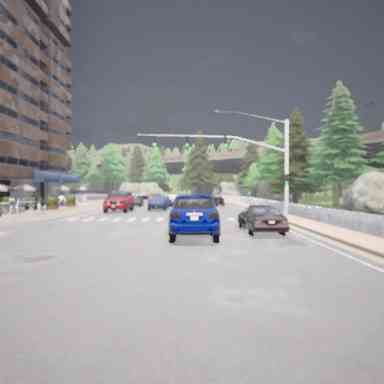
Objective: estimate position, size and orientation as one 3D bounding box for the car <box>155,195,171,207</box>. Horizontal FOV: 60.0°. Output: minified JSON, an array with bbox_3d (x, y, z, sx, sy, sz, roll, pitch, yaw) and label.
[{"bbox_3d":[-3.820,1.174,44.491,1.994,1.385,4.181,0,1,-2],"label":"car"}]

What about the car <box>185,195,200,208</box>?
[{"bbox_3d":[0.016,1.160,42.390,1.812,1.442,4.674,0,0,-2],"label":"car"}]

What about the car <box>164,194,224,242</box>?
[{"bbox_3d":[0.098,1.092,15.685,2.150,2.045,5.566,0,1,0],"label":"car"}]

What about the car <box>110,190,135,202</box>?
[{"bbox_3d":[-12.217,0.701,58.487,2.150,2.045,5.566,0,0,-37],"label":"car"}]

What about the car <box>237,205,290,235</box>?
[{"bbox_3d":[3.599,1.399,17.542,2.033,1.411,5.357,0,0,0],"label":"car"}]

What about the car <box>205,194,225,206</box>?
[{"bbox_3d":[3.156,1.085,46.285,1.882,1.535,5.008,0,0,-6],"label":"car"}]

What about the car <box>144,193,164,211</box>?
[{"bbox_3d":[-3.567,1.164,35.505,1.882,1.535,5.008,0,0,0],"label":"car"}]

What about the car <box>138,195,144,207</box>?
[{"bbox_3d":[-7.241,1.113,42.338,2.128,1.511,4.902,0,0,-2],"label":"car"}]

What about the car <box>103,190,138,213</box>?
[{"bbox_3d":[-7.067,0.925,32.594,2.150,2.045,5.566,0,0,0],"label":"car"}]

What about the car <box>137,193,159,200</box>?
[{"bbox_3d":[-9.286,0.977,70.505,4.718,1.301,1.895,0,1,37],"label":"car"}]
